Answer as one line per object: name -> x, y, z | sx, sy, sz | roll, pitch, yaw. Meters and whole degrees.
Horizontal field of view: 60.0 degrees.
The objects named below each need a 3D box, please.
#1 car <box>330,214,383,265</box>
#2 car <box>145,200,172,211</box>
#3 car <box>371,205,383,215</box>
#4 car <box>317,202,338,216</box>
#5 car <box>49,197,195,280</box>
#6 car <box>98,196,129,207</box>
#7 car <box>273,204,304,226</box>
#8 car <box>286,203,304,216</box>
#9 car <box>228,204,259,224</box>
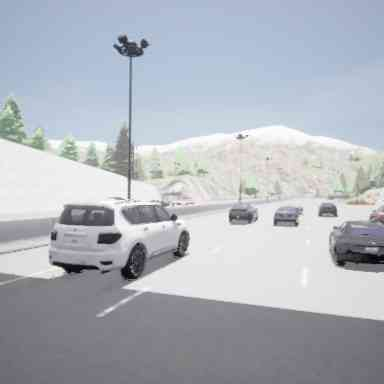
car -> 6.093, 1.715, 11.904 | 1.994, 1.385, 4.181 | 0, 0, 20
car -> -4.479, 1.752, 44.834 | 1.994, 1.385, 4.181 | 0, 0, 20
car -> 13.848, 1.669, 23.129 | 2.097, 1.767, 4.553 | 0, 0, 20
car -> 15.359, 1.946, 37.647 | 1.837, 1.490, 4.892 | 0, 0, 20
car -> -1.881, 1.277, 10.454 | 2.150, 2.045, 5.566 | 0, 0, 20
car -> -11.060, 1.321, 47.210 | 1.882, 1.535, 5.008 | 0, 0, 20
car -> 7.587, 1.821, 26.407 | 2.033, 1.411, 5.357 | 0, 0, 20
car -> 12.360, 2.024, 39.653 | 1.895, 1.301, 4.718 | 0, 0, 20
car -> 4.380, 1.742, 27.831 | 2.128, 1.511, 4.902 | 0, 0, 20
